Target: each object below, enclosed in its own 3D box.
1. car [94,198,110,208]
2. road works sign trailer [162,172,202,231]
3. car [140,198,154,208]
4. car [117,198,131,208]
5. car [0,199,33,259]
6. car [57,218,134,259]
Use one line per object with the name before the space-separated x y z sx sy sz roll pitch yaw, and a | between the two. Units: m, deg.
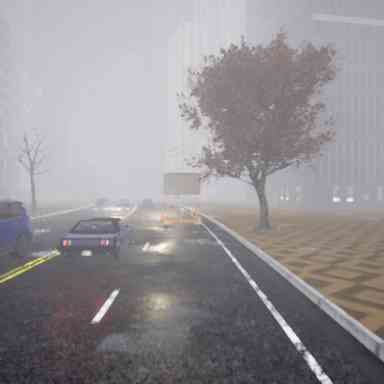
car | -13.505 1.647 50.249 1.837 1.490 4.892 0 0 -8
road works sign trailer | -0.640 0.530 21.320 2.380 3.560 2.880 0 0 -4
car | -6.702 1.658 49.819 1.812 1.442 4.674 0 0 -8
car | -10.338 1.686 51.097 2.033 1.411 5.357 0 0 -8
car | -6.801 1.259 9.834 2.150 2.045 5.566 0 0 -1
car | -3.413 1.644 12.739 1.895 1.301 4.718 0 0 -2
